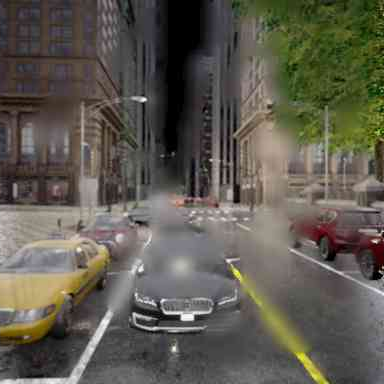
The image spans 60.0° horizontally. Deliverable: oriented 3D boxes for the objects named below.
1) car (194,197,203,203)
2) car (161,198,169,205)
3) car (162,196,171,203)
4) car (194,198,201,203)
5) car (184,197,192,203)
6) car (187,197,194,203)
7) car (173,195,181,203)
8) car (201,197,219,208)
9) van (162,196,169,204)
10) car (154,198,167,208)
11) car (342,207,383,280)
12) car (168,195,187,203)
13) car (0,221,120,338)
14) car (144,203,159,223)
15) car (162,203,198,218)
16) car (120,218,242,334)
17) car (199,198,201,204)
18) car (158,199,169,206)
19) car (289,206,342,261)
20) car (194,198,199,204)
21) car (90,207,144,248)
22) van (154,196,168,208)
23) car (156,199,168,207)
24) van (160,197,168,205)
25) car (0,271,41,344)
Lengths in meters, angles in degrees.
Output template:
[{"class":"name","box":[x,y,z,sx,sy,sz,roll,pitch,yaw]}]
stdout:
[{"class":"car","box":[1.748,2.204,88.520,1.967,1.590,4.097,0,-1,-3]},{"class":"car","box":[-6.242,2.157,77.232,1.887,1.381,4.507,0,-1,-3]},{"class":"car","box":[-6.767,2.024,88.104,2.192,1.841,5.009,0,-1,-3]},{"class":"car","box":[1.483,2.394,93.954,1.802,1.307,4.206,0,-1,-3]},{"class":"car","box":[-1.154,2.175,91.314,1.882,1.535,5.008,0,-1,-3]},{"class":"car","box":[-0.650,2.153,80.906,1.882,1.535,5.008,0,-1,-3]},{"class":"car","box":[-3.849,1.699,84.989,2.150,2.045,5.566,0,-1,-3]},{"class":"car","box":[3.328,1.792,55.916,2.192,1.841,5.009,0,-1,-3]},{"class":"van","box":[-6.504,2.002,82.669,1.690,1.788,3.998,0,-1,-3]},{"class":"car","box":[-5.188,1.862,55.495,1.967,1.590,4.097,0,-1,-3]},{"class":"car","box":[5.683,1.412,7.306,2.192,1.841,5.009,0,0,-3]},{"class":"car","box":[-2.392,1.636,53.171,2.150,2.045,5.566,0,0,-2]},{"class":"car","box":[-2.825,1.566,6.712,1.752,1.417,4.829,0,0,-3]},{"class":"car","box":[-3.635,1.732,23.434,1.947,1.339,4.313,1,0,-3]},{"class":"car","box":[-0.769,1.673,21.340,1.837,1.490,4.892,0,0,-3]},{"class":"car","box":[-0.182,1.566,7.196,1.837,1.490,4.892,0,0,-3]},{"class":"car","box":[3.065,1.838,61.351,2.192,1.841,5.009,0,-1,-3]},{"class":"car","box":[-5.715,2.082,66.362,1.947,1.339,4.313,0,-1,-3]},{"class":"car","box":[5.416,1.455,12.824,2.192,1.841,5.009,0,0,-3]},{"class":"car","box":[2.273,2.218,77.651,2.008,1.369,4.403,0,-1,-3]},{"class":"car","box":[-3.100,1.525,12.401,1.967,1.590,4.097,0,0,-3]},{"class":"van","box":[-4.923,1.717,50.061,1.690,1.788,3.998,0,0,-3]},{"class":"car","box":[-5.452,2.013,60.928,1.887,1.381,4.507,0,-1,-3]},{"class":"van","box":[-5.977,1.905,71.800,1.690,1.788,3.998,0,-1,-3]},{"class":"car","box":[-2.567,1.548,1.364,2.008,1.369,4.403,0,-1,-3]}]
